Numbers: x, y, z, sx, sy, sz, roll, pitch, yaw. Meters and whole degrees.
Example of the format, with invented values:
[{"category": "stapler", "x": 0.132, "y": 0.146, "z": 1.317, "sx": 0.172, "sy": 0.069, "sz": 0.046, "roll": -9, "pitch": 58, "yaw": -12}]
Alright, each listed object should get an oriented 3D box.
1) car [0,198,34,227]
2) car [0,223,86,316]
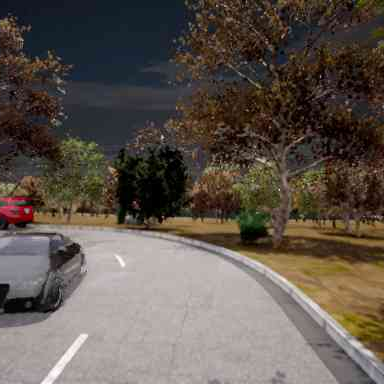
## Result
[{"category": "car", "x": -13.617, "y": 1.466, "z": 22.547, "sx": 5.566, "sy": 2.045, "sz": 2.150, "roll": -1, "pitch": -1, "yaw": 9}, {"category": "car", "x": -3.762, "y": 1.646, "z": 7.629, "sx": 1.994, "sy": 1.385, "sz": 4.181, "roll": 0, "pitch": -1, "yaw": -7}]
